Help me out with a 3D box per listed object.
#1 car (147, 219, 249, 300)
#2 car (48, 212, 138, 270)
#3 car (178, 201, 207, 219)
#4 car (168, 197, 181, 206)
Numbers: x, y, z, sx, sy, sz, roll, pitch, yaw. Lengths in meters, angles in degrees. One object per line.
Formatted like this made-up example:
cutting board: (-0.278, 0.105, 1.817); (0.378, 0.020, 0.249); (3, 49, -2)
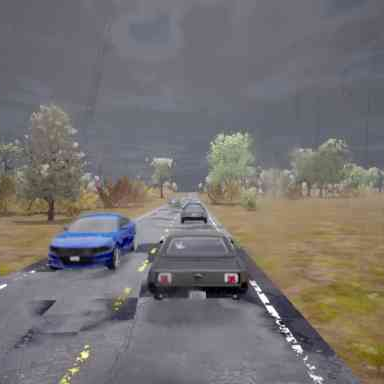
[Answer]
car: (0.116, 1.602, 8.309); (1.895, 1.301, 4.718); (0, 0, 0)
car: (-3.078, 1.478, 11.234); (1.882, 1.535, 5.008); (0, 0, 0)
car: (0.153, 1.560, 25.595); (1.994, 1.385, 4.181); (0, 0, 0)
car: (-2.887, 1.507, 54.660); (2.128, 1.511, 4.902); (0, 0, 0)
